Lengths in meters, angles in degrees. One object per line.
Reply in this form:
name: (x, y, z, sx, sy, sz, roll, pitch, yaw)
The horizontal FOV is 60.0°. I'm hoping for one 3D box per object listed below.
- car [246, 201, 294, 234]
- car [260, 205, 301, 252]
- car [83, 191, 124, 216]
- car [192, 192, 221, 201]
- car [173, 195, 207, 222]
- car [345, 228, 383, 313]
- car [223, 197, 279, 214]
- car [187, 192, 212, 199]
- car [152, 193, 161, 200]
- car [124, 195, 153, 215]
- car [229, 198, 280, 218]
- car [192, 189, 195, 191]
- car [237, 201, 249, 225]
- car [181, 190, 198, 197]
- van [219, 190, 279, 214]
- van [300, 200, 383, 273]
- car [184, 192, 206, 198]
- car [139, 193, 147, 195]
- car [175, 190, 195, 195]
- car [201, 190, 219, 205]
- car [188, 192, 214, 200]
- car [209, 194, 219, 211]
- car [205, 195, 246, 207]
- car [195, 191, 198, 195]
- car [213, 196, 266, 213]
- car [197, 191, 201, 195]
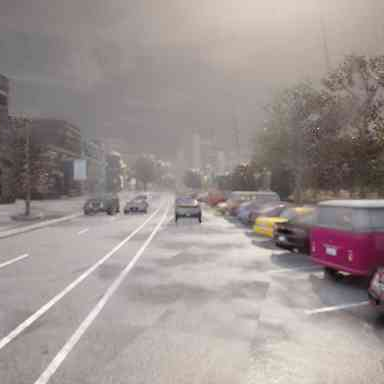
car: (5.343, 1.349, 14.714, 5.366, 1.575, 1.946, 1, 0, -21)
car: (5.214, 1.380, 11.678, 5.008, 1.535, 2.097, 1, 0, -21)
car: (-7.623, 0.937, 28.712, 2.150, 2.045, 5.566, 0, 1, -2)
car: (2.741, 0.884, 62.067, 5.008, 1.535, 2.097, 1, 1, -25)
car: (-0.311, 1.255, 24.009, 2.128, 1.511, 4.902, 0, 1, -2)
car: (5.287, 1.476, 5.734, 4.674, 1.452, 2.002, 1, 1, -21)
car: (4.941, 1.292, 23.517, 4.674, 1.452, 2.002, 0, 0, -22)
car: (1.642, 0.800, 73.906, 5.008, 1.535, 2.097, 1, 0, -26)
car: (-7.471, 0.872, 69.809, 1.812, 1.442, 4.674, 0, 0, -5)
car: (-4.866, 1.268, 29.645, 1.994, 1.385, 4.181, 0, 1, -2)
car: (5.007, 1.325, 20.564, 4.674, 1.452, 2.002, 0, 1, -21)
car: (2.944, 0.781, 59.100, 4.553, 1.767, 2.185, 1, 0, -25)
car: (5.096, 1.359, 17.618, 4.674, 1.452, 2.002, 1, 0, -21)
car: (-0.722, 0.444, 94.564, 4.553, 1.767, 2.185, 0, 1, -28)
van: (4.740, 0.991, 26.435, 4.442, 1.987, 1.878, 0, 1, -22)
van: (5.369, 1.185, 8.750, 4.442, 1.987, 1.878, 1, 0, -21)
car: (0.711, 0.739, 82.769, 5.008, 1.535, 2.097, 0, 0, -27)
car: (-10.254, 0.952, 69.493, 1.895, 1.301, 4.718, 0, 0, -5)
car: (-1.125, 0.926, 42.127, 2.097, 1.767, 4.553, 0, 1, -3)
car: (4.360, 0.841, 38.369, 5.566, 2.045, 2.435, 1, 0, -23)
car: (1.947, 0.821, 70.943, 5.008, 1.535, 2.097, 1, 1, -26)
car: (4.562, 1.180, 29.381, 5.366, 1.575, 1.946, 1, 1, -22)
car: (4.177, 1.103, 41.320, 4.674, 1.452, 2.002, 1, 1, -23)
car: (3.393, 0.984, 53.170, 4.792, 1.488, 2.163, 0, 1, -24)
car: (4.613, 1.193, 32.421, 4.674, 1.452, 2.002, 0, 1, -23)
car: (3.831, 1.008, 47.251, 4.892, 1.521, 2.231, 1, 1, -24)
